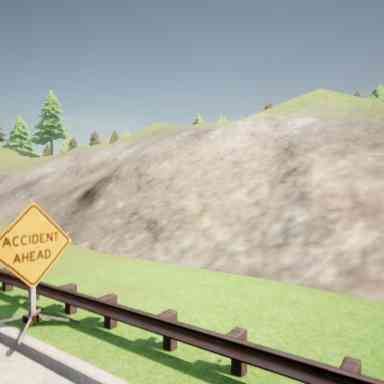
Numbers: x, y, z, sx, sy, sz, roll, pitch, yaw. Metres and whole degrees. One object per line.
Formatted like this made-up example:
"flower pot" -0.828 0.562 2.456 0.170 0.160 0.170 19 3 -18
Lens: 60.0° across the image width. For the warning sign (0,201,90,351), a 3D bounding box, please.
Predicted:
"warning sign" -2.425 1.088 5.046 1.060 1.860 1.300 0 0 35
